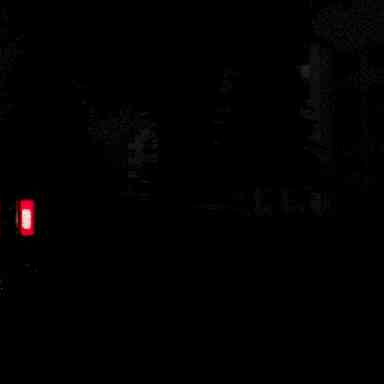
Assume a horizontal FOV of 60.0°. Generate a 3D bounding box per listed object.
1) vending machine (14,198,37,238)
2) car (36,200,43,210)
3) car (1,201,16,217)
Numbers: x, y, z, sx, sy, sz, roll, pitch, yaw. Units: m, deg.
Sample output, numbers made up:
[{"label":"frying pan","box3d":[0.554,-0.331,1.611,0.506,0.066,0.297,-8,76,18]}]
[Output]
[{"label":"vending machine","box3d":[-9.202,1.407,18.404,1.100,2.100,0.880,0,-1,-27]},{"label":"car","box3d":[-26.168,2.116,55.019,2.128,1.511,4.902,0,0,-8]},{"label":"car","box3d":[-19.621,1.785,37.391,2.097,1.767,4.553,0,0,-10]}]
